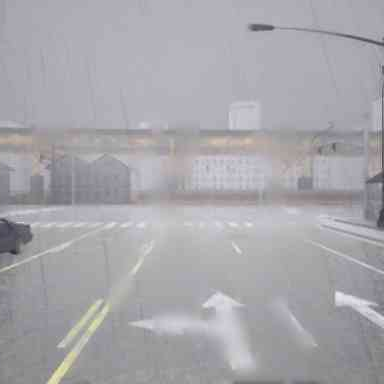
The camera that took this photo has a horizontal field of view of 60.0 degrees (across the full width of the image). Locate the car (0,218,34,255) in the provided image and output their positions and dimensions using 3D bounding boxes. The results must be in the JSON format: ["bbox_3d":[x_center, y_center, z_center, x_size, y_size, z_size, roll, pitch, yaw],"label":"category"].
[{"bbox_3d":[-7.077,1.525,10.588,2.033,1.411,5.357,0,0,1],"label":"car"}]
